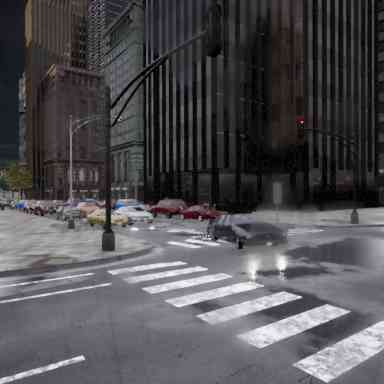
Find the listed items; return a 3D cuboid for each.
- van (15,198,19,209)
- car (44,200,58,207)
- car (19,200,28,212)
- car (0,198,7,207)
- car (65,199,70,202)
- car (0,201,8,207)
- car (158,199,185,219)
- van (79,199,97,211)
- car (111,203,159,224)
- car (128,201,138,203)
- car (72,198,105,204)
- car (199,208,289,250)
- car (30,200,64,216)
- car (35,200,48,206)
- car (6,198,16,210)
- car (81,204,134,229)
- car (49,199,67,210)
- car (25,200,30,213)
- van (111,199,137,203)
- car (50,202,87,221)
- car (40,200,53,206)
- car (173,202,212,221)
[{"bbox_3d":[-26.177,2.123,52.404,1.690,1.788,3.998,-1,0,-35],"label":"van"},{"bbox_3d":[-31.714,2.595,74.936,1.947,1.339,4.313,-1,0,-35],"label":"car"},{"bbox_3d":[-23.347,2.157,48.420,1.967,1.590,4.097,-1,0,-35],"label":"car"},{"bbox_3d":[-41.273,2.666,73.672,1.887,1.381,4.507,-1,0,-35],"label":"car"},{"bbox_3d":[-18.174,2.128,45.822,2.128,1.511,4.902,0,-1,-35],"label":"car"},{"bbox_3d":[-44.385,2.771,78.056,1.802,1.307,4.206,-1,0,-35],"label":"car"},{"bbox_3d":[-2.360,1.669,33.597,2.192,1.841,5.009,-1,0,-35],"label":"car"},{"bbox_3d":[-17.060,2.038,54.353,1.690,1.788,3.998,-1,0,-35],"label":"van"},{"bbox_3d":[-4.840,1.850,26.969,1.812,1.442,4.674,0,-1,-35],"label":"car"},{"bbox_3d":[-5.294,2.005,37.748,1.802,1.307,4.206,-1,0,-35],"label":"car"},{"bbox_3d":[-10.758,1.816,35.313,2.097,1.767,4.553,0,-1,-35],"label":"car"},{"bbox_3d":[2.207,1.622,14.996,2.033,1.411,5.357,-1,-1,-15],"label":"car"},{"bbox_3d":[-17.693,1.901,40.453,2.192,1.841,5.009,-1,0,-35],"label":"car"},{"bbox_3d":[-37.738,2.710,83.420,2.008,1.369,4.403,-1,0,-35],"label":"car"},{"bbox_3d":[-31.935,2.354,60.517,1.967,1.590,4.097,-1,0,-35],"label":"car"},{"bbox_3d":[-6.276,1.843,24.379,1.752,1.417,4.829,-1,0,-35],"label":"car"},{"bbox_3d":[-24.054,2.171,59.569,2.097,1.767,4.553,0,-1,-35],"label":"car"},{"bbox_3d":[-20.516,2.196,44.437,1.887,1.381,4.507,-1,0,-35],"label":"car"},{"bbox_3d":[-8.240,1.833,41.899,1.690,1.788,3.998,-1,0,-35],"label":"van"},{"bbox_3d":[-12.030,2.004,32.485,2.008,1.369,4.403,-1,0,-35],"label":"car"},{"bbox_3d":[-34.726,2.661,79.178,1.947,1.339,4.313,-1,0,-35],"label":"car"},{"bbox_3d":[0.586,1.829,29.445,1.887,1.381,4.507,-1,0,-35],"label":"car"}]
